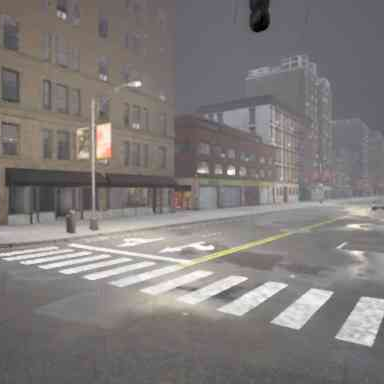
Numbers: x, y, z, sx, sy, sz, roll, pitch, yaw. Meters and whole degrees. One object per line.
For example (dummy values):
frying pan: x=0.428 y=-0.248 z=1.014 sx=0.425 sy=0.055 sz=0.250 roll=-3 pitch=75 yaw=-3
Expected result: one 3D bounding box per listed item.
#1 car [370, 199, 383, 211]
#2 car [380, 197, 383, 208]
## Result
car: x=22.937 y=1.605 z=40.266 sx=1.895 sy=1.301 sz=4.718 roll=0 pitch=0 yaw=35
car: x=28.750 y=1.549 z=48.480 sx=2.033 sy=1.411 sz=5.357 roll=0 pitch=0 yaw=34
